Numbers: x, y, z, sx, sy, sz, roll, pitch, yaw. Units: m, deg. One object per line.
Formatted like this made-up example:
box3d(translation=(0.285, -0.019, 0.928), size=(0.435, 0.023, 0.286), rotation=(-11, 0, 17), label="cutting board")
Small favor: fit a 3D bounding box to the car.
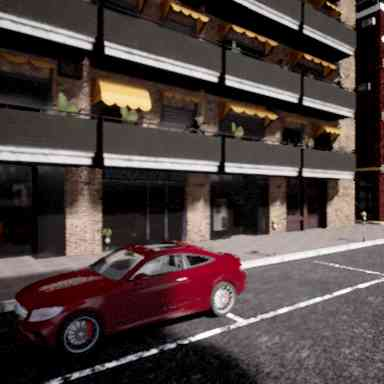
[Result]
box3d(translation=(-0.825, 1.589, 5.971), size=(4.206, 1.307, 1.802), rotation=(0, 0, -36), label="car")
